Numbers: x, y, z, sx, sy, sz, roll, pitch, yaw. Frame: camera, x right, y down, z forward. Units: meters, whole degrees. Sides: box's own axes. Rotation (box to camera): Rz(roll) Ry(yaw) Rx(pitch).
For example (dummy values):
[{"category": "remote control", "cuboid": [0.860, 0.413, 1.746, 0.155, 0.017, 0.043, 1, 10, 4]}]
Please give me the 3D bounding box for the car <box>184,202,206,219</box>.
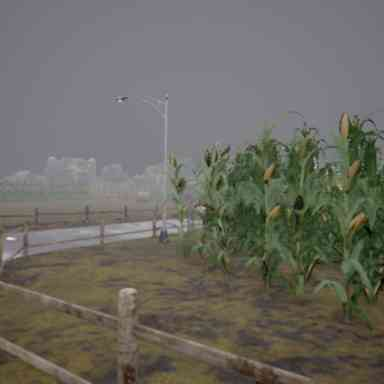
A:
[{"category": "car", "cuboid": [1.141, 1.704, 32.044, 2.097, 1.767, 4.553, 1, 0, 35]}]
